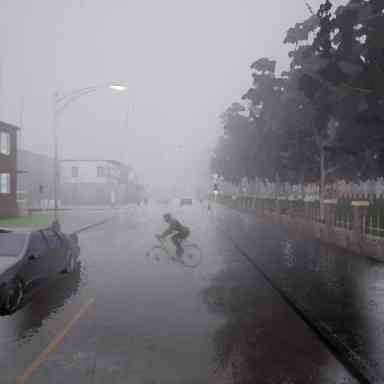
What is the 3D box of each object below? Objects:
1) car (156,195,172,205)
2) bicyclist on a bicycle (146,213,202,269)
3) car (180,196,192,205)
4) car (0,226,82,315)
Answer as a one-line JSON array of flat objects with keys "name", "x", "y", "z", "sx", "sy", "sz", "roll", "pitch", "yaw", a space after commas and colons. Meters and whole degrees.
[{"name": "car", "x": -5.220, "y": 1.351, "z": 59.491, "sx": 2.097, "sy": 1.767, "sz": 4.553, "roll": 0, "pitch": 0, "yaw": -1}, {"name": "bicyclist on a bicycle", "x": -0.533, "y": 1.445, "z": 9.745, "sx": 1.656, "sy": 1.620, "sz": 0.582, "roll": -2, "pitch": 0, "yaw": -2}, {"name": "car", "x": -1.028, "y": 1.476, "z": 58.340, "sx": 1.882, "sy": 1.535, "sz": 5.008, "roll": 0, "pitch": 0, "yaw": -1}, {"name": "car", "x": -4.204, "y": 1.548, "z": 7.802, "sx": 2.033, "sy": 1.411, "sz": 5.357, "roll": 0, "pitch": 0, "yaw": -1}]
